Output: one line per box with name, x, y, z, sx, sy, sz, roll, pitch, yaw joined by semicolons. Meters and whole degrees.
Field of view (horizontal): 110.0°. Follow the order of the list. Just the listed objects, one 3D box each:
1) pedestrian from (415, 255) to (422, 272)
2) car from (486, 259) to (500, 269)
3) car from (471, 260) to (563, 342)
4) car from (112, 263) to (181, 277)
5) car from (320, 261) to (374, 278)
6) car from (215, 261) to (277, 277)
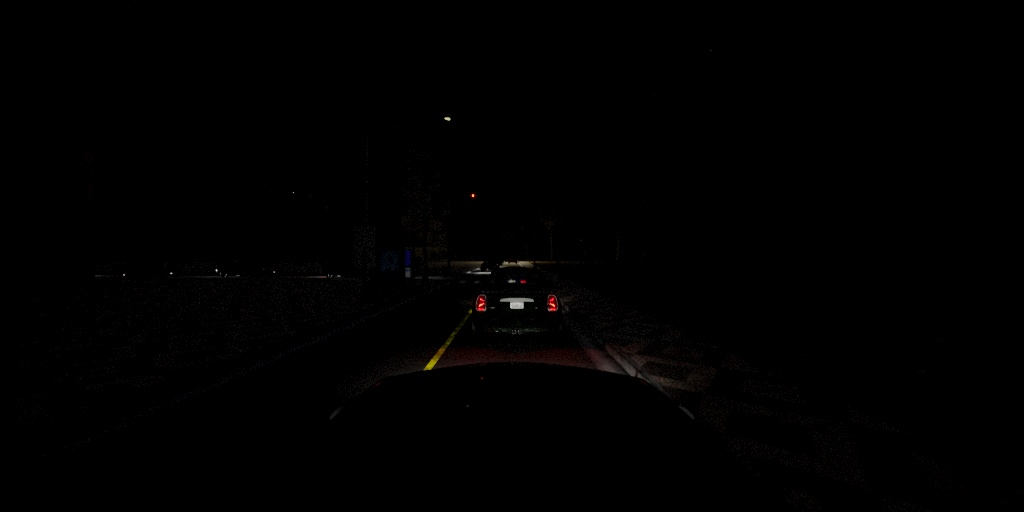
pedestrian;-9.969;0.800;38.103;0.375;1.860;0.375;0;0;2
car;-2.919;1.192;56.236;1.837;1.490;4.892;0;0;0
car;0.116;1.099;9.949;2.097;1.767;4.553;0;0;0
car;-33.052;1.249;32.532;4.718;1.301;1.895;0;1;2
car;-14.443;1.192;31.996;4.902;1.511;2.128;0;1;2
car;-23.815;1.166;32.263;4.902;1.511;2.128;0;1;2
